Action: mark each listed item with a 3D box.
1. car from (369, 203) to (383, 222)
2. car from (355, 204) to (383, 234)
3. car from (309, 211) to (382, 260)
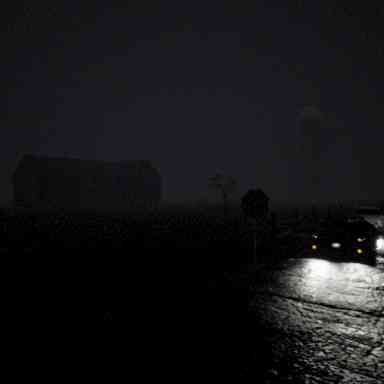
[{"bbox_3d":[16.490,1.685,28.134,1.994,1.385,4.181,0,0,37],"label":"car"},{"bbox_3d":[10.695,1.612,20.111,1.812,1.442,4.674,0,0,34],"label":"car"},{"bbox_3d":[5.959,1.619,12.883,1.994,1.385,4.181,0,0,34],"label":"car"}]
